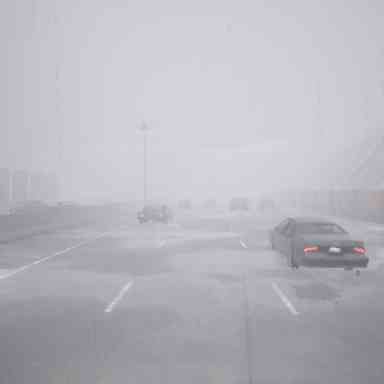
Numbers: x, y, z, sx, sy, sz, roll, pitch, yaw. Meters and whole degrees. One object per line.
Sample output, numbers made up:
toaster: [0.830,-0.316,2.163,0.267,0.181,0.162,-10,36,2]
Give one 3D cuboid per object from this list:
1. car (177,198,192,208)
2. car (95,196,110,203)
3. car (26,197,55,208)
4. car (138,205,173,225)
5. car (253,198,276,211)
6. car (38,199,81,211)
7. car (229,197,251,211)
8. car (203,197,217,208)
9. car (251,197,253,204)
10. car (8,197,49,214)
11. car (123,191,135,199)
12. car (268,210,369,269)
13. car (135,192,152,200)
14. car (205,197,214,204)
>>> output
car: [-0.989,1.526,46.987,1.812,1.442,4.674,0,0,4]
car: [-17.700,1.509,65.812,2.128,1.511,4.902,0,0,3]
car: [-22.087,1.525,48.766,1.812,1.442,4.674,0,0,4]
car: [-2.519,1.600,24.209,1.895,1.301,4.718,0,0,4]
car: [9.197,1.503,41.567,1.837,1.490,4.892,0,0,4]
car: [-12.647,1.601,32.531,1.895,1.301,4.718,0,0,4]
car: [5.608,1.352,40.328,2.097,1.767,4.553,0,0,4]
car: [2.558,1.525,47.673,1.812,1.442,4.674,0,0,3]
car: [10.188,1.600,60.075,1.895,1.301,4.718,0,0,2]
car: [-16.126,1.506,32.893,1.837,1.490,4.892,0,0,4]
car: [-13.832,0.840,74.331,2.150,2.045,5.566,0,0,2]
car: [3.861,1.547,11.124,2.033,1.411,5.357,0,0,3]
car: [-10.352,0.994,73.766,2.150,2.045,5.566,0,0,2]
car: [3.478,1.601,66.937,1.895,1.301,4.718,0,0,2]
